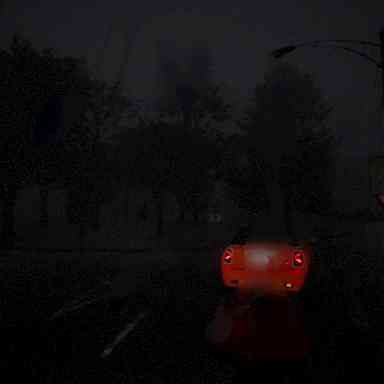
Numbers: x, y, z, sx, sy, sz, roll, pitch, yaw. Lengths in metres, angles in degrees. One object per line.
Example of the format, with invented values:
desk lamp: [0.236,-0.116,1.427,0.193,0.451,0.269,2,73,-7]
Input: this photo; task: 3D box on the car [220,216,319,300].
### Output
car: [2.362,1.660,9.411,2.097,1.767,4.553,-2,-4,22]

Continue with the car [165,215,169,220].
car: [-10.202,7.155,92.654,5.566,2.045,2.435,1,-5,-15]

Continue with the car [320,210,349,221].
car: [19.587,3.208,45.829,1.994,1.385,4.181,2,-3,-12]

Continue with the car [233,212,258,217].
car: [10.308,4.533,64.247,4.902,1.511,2.128,-3,-6,34]

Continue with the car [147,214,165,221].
car: [-10.449,7.138,89.693,4.892,1.521,2.231,1,-5,-15]
